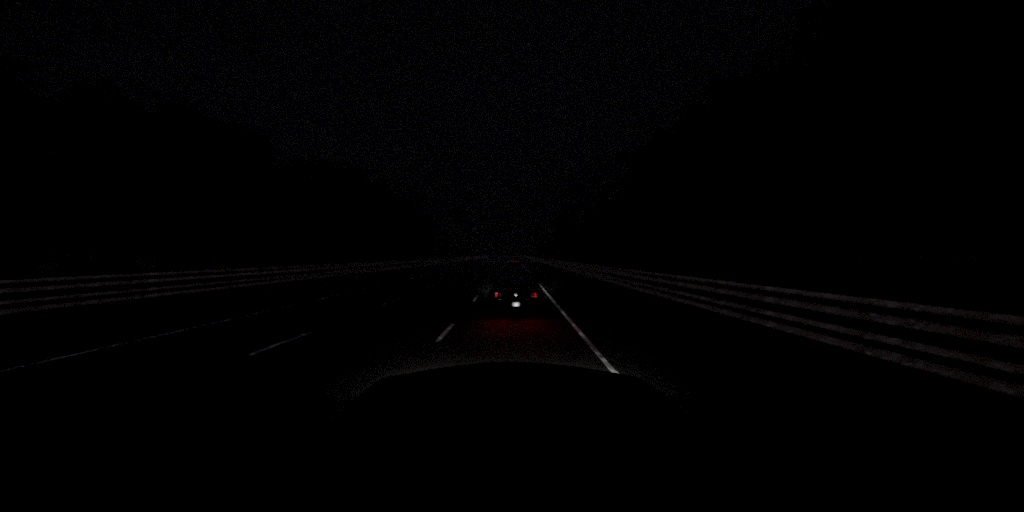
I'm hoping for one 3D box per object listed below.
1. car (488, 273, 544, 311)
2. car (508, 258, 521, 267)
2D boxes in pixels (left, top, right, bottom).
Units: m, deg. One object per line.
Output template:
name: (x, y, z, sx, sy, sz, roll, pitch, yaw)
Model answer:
car: (0.149, 1.334, 14.240, 1.895, 1.301, 4.718, 0, 0, 0)
car: (0.447, 1.100, 64.388, 1.837, 1.490, 4.892, 0, 0, 0)
